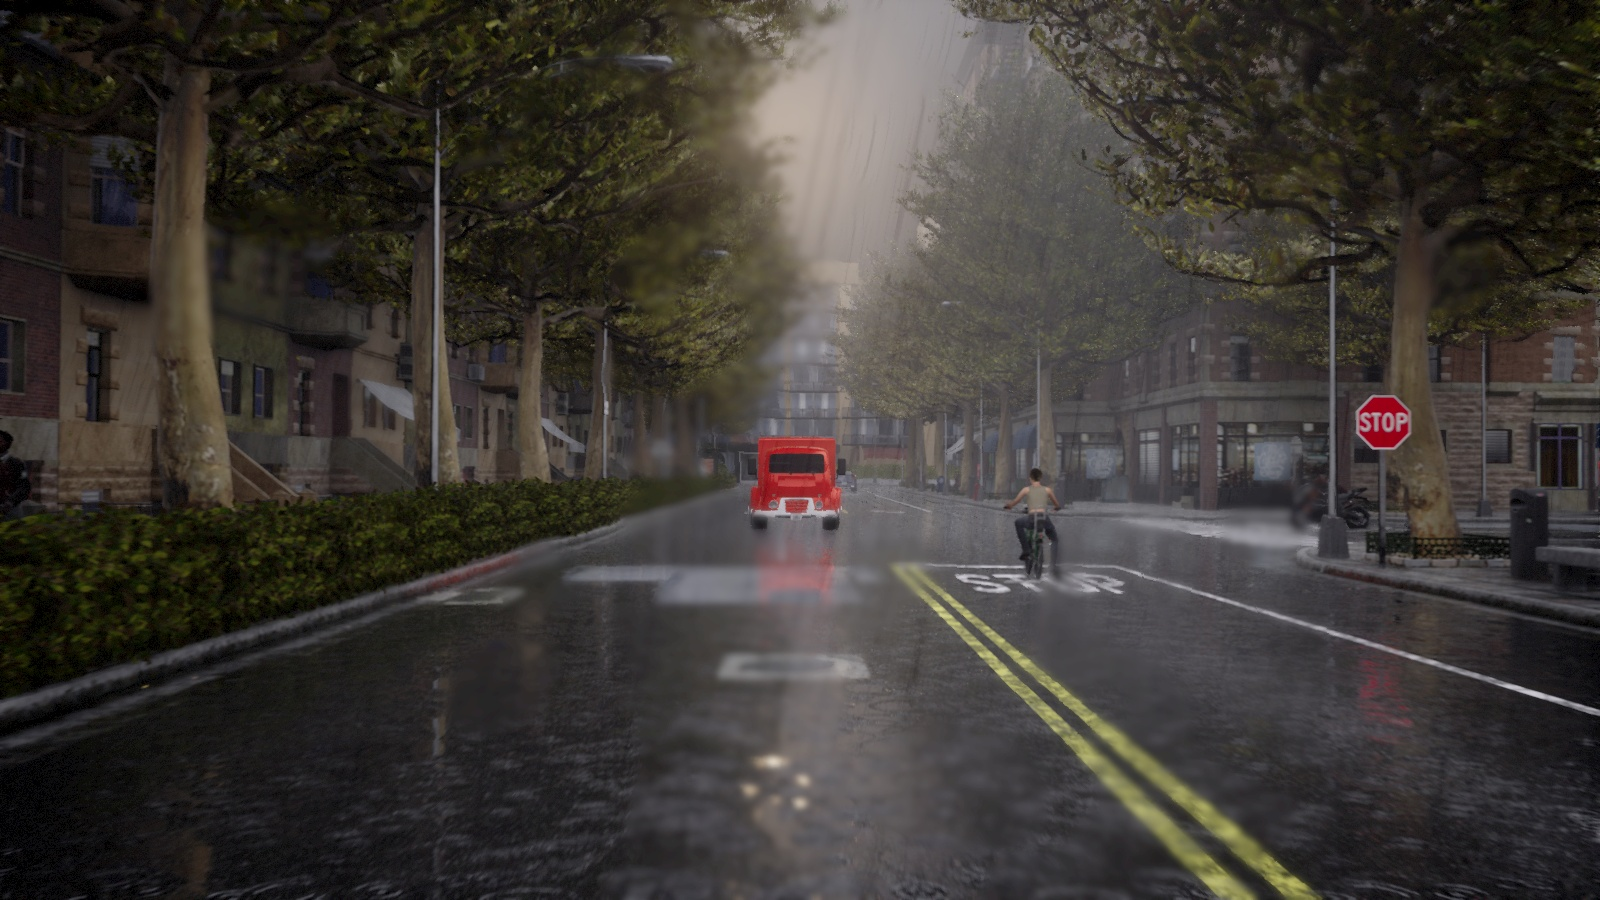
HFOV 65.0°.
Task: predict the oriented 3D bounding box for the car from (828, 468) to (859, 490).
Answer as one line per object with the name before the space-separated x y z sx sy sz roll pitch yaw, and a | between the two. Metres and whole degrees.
car | 3.267 2.178 95.427 2.152 1.651 5.027 0 -1 0

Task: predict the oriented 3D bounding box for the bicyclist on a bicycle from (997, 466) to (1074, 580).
bicyclist on a bicycle | 3.473 1.049 18.642 0.866 1.612 1.509 0 -1 1

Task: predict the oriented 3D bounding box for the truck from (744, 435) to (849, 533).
truck | -0.085 0.901 34.175 2.627 2.467 5.204 0 -1 0

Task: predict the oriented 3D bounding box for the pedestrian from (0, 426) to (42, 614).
pedestrian | -8.404 0.727 13.257 0.402 1.930 0.666 0 -1 -2

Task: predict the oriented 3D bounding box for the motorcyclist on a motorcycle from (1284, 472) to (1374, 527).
motorcyclist on a motorcycle | 14.984 1.386 35.615 2.191 1.530 0.866 0 -1 0
